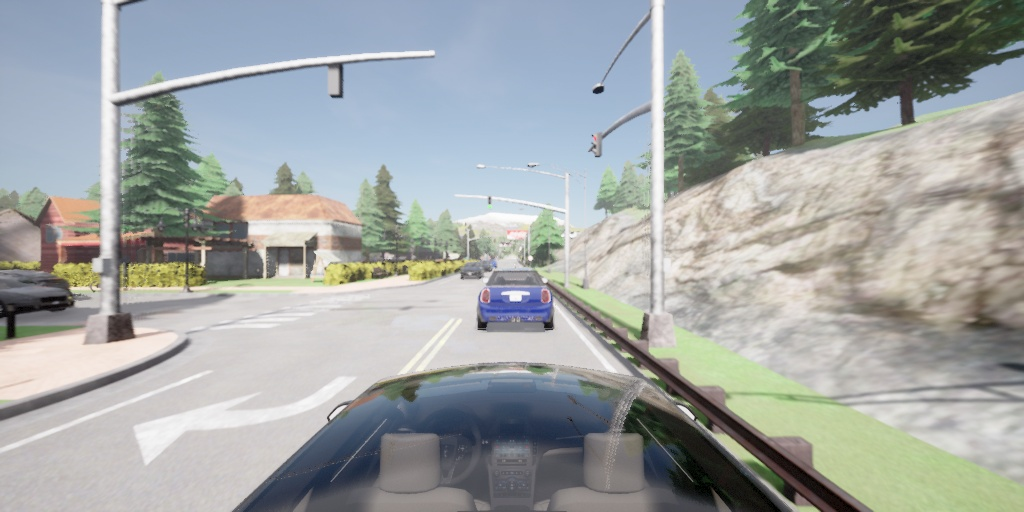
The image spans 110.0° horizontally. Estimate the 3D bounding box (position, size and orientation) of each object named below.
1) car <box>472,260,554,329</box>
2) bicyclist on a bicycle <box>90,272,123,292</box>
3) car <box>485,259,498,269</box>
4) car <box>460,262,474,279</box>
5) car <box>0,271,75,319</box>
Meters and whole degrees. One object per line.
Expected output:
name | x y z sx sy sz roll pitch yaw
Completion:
car | 0.098 1.119 11.491 2.097 1.767 4.553 0 0 0
bicyclist on a bicycle | -23.329 1.245 20.659 0.582 1.620 1.656 0 0 0
car | -3.536 1.334 61.262 1.882 1.535 5.008 0 0 0
car | -3.593 1.310 33.017 1.837 1.490 4.892 0 0 0
car | -19.195 1.433 13.187 4.892 1.490 1.837 1 0 0
